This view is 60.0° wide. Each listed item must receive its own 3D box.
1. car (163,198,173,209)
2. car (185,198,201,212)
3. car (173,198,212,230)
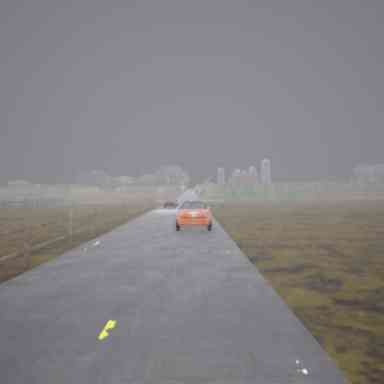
[{"bbox_3d":[-2.754,1.483,43.850,1.895,1.301,4.718,0,0,0],"label":"car"},{"bbox_3d":[0.108,1.427,38.996,1.812,1.442,4.674,0,0,0],"label":"car"},{"bbox_3d":[0.098,1.318,20.898,2.097,1.767,4.553,0,0,0],"label":"car"}]
